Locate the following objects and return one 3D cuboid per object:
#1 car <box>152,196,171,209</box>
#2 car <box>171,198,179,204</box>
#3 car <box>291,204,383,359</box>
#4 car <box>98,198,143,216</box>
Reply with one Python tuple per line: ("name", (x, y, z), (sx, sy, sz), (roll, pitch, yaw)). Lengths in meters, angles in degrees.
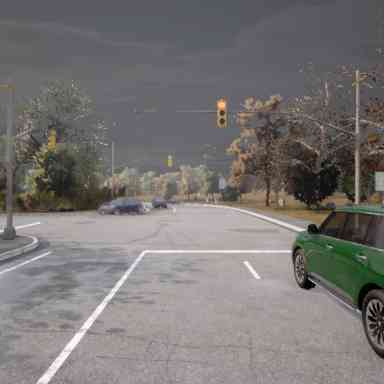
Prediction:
("car", (-4.438, 1.674, 47.493), (2.033, 1.411, 5.357), (0, -1, -5))
("car", (-4.656, 2.359, 82.987), (2.128, 1.511, 4.902), (0, -1, -22))
("car", (3.582, 1.221, 6.066), (2.150, 2.045, 5.566), (0, 0, 0))
("car", (-6.899, 1.361, 32.507), (2.097, 1.767, 4.553), (-1, 0, 35))
